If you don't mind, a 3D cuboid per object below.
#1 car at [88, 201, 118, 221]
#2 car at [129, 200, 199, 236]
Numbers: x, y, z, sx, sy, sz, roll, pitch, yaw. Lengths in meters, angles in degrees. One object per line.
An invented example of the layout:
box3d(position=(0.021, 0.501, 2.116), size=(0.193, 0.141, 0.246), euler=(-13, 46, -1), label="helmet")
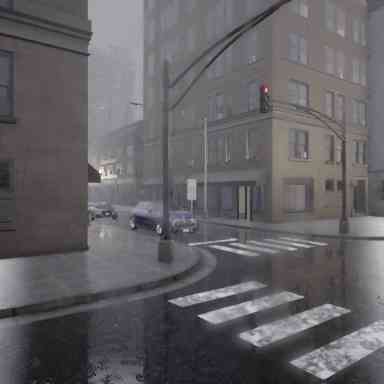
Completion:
box3d(position=(-7.390, 1.428, 26.105), size=(1.994, 1.385, 4.181), euler=(0, 0, -35), label="car")
box3d(position=(-1.595, 1.269, 17.998), size=(2.097, 1.767, 4.553), euler=(0, 0, -36), label="car")
